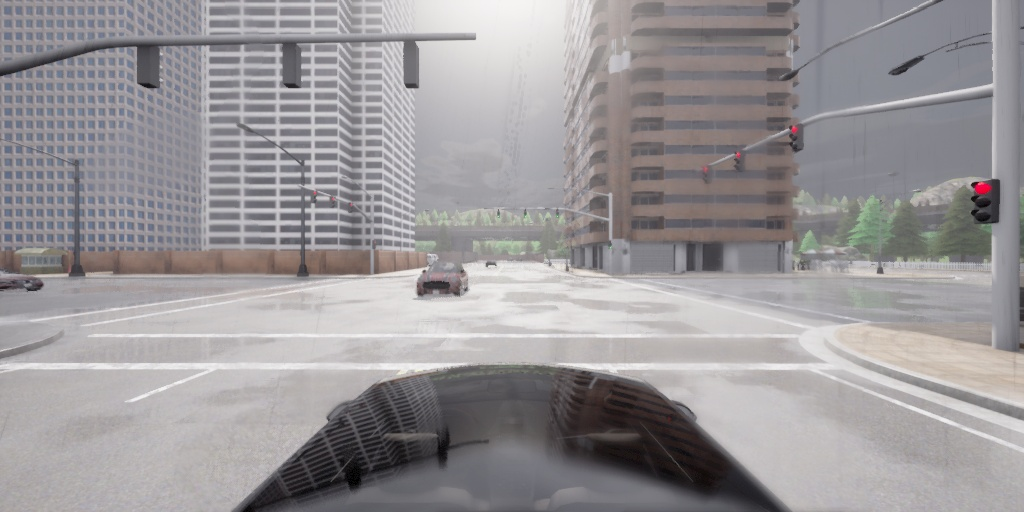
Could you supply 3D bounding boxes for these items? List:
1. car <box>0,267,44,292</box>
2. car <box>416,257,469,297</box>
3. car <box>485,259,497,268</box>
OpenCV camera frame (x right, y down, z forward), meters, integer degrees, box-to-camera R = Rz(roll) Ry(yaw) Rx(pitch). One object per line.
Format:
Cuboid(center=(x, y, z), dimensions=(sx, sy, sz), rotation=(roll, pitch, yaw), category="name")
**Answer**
Cuboid(center=(-27.816, 1.275, 18.890), dimensions=(4.674, 1.442, 1.812), rotation=(0, 0, 0), category="car")
Cuboid(center=(-3.497, 1.075, 18.738), dimensions=(2.097, 1.767, 4.553), rotation=(0, 0, 0), category="car")
Cuboid(center=(-3.495, 1.217, 60.952), dimensions=(1.895, 1.301, 4.718), rotation=(0, 0, 0), category="car")
